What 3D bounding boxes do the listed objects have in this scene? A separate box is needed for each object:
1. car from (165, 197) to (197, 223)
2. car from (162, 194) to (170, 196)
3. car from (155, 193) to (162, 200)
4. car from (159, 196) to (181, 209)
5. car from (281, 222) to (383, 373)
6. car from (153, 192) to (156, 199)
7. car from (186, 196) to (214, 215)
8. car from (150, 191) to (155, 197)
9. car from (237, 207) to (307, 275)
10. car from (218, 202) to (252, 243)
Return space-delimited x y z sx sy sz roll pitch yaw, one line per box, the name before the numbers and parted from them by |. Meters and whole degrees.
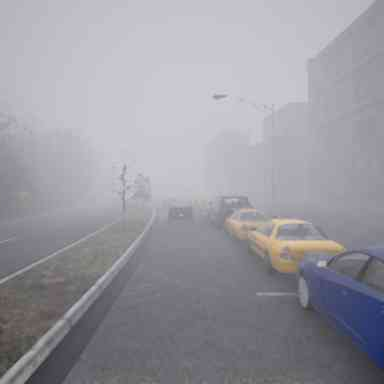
car | -0.945 1.448 25.611 1.882 1.535 5.008 0 0 -4
car | -3.944 1.266 65.469 2.097 1.535 5.008 0 0 -12
car | -6.397 1.192 76.184 2.231 1.521 4.892 0 0 -13
car | -2.864 1.494 42.790 1.895 1.301 4.718 0 0 -8
car | 3.038 1.483 4.721 2.097 1.535 5.008 0 0 0
car | -7.637 1.189 81.595 2.002 1.452 4.674 0 0 -13
car | 0.798 1.403 38.231 1.946 1.575 5.366 0 0 -6
car | -8.883 1.134 87.031 2.163 1.488 4.792 0 0 -13
car | 2.918 1.480 10.473 1.946 1.575 5.366 0 0 -1
car | 2.702 1.474 16.034 1.946 1.575 5.366 0 0 -2
